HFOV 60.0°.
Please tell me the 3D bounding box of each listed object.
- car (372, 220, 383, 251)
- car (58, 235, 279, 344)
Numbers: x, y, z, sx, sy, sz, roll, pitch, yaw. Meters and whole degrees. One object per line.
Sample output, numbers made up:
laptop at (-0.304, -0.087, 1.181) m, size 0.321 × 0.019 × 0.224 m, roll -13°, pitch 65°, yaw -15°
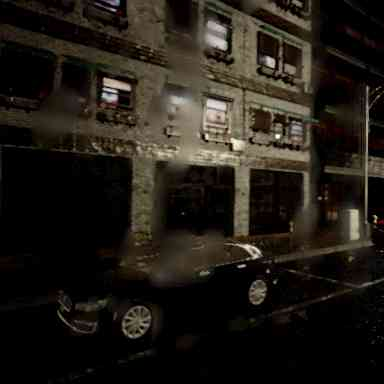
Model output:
car at (9.074, 1.355, 12.974) m, size 5.009 × 1.841 × 2.192 m, roll 0°, pitch 1°, yaw -35°
car at (-0.203, 1.560, 6.358) m, size 4.403 × 1.369 × 2.008 m, roll 0°, pitch 1°, yaw -35°
